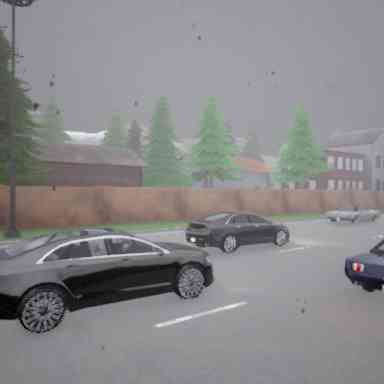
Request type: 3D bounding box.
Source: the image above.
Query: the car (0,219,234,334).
[{"bbox_3d":[-1.737,1.500,6.808,4.902,1.511,2.128,0,0,-35],"label":"car"}]

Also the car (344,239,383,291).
[{"bbox_3d":[5.690,1.632,7.804,4.718,1.301,1.895,0,0,-35],"label":"car"}]

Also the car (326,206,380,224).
[{"bbox_3d":[12.442,1.688,25.519,4.718,1.301,1.895,0,0,-36],"label":"car"}]

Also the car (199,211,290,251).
[{"bbox_3d":[2.016,1.538,13.796,4.892,1.490,1.837,0,0,-35],"label":"car"}]
